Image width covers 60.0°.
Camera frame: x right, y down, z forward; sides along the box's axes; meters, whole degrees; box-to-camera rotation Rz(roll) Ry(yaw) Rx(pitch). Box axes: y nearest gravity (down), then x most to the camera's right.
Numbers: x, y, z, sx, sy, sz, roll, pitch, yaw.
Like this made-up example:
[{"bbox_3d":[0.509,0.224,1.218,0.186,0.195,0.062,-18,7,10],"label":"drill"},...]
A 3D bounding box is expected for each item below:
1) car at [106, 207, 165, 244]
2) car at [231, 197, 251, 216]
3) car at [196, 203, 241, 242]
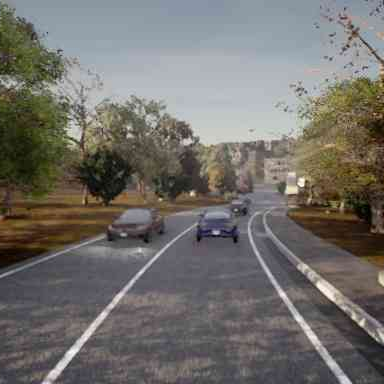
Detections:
[{"bbox_3d":[-2.469,1.452,15.730,1.812,1.442,4.674,1,0,7],"label":"car"},{"bbox_3d":[4.680,1.500,33.111,1.812,1.442,4.674,1,0,15],"label":"car"},{"bbox_3d":[1.296,1.498,16.090,1.812,1.442,4.674,1,0,7],"label":"car"}]
